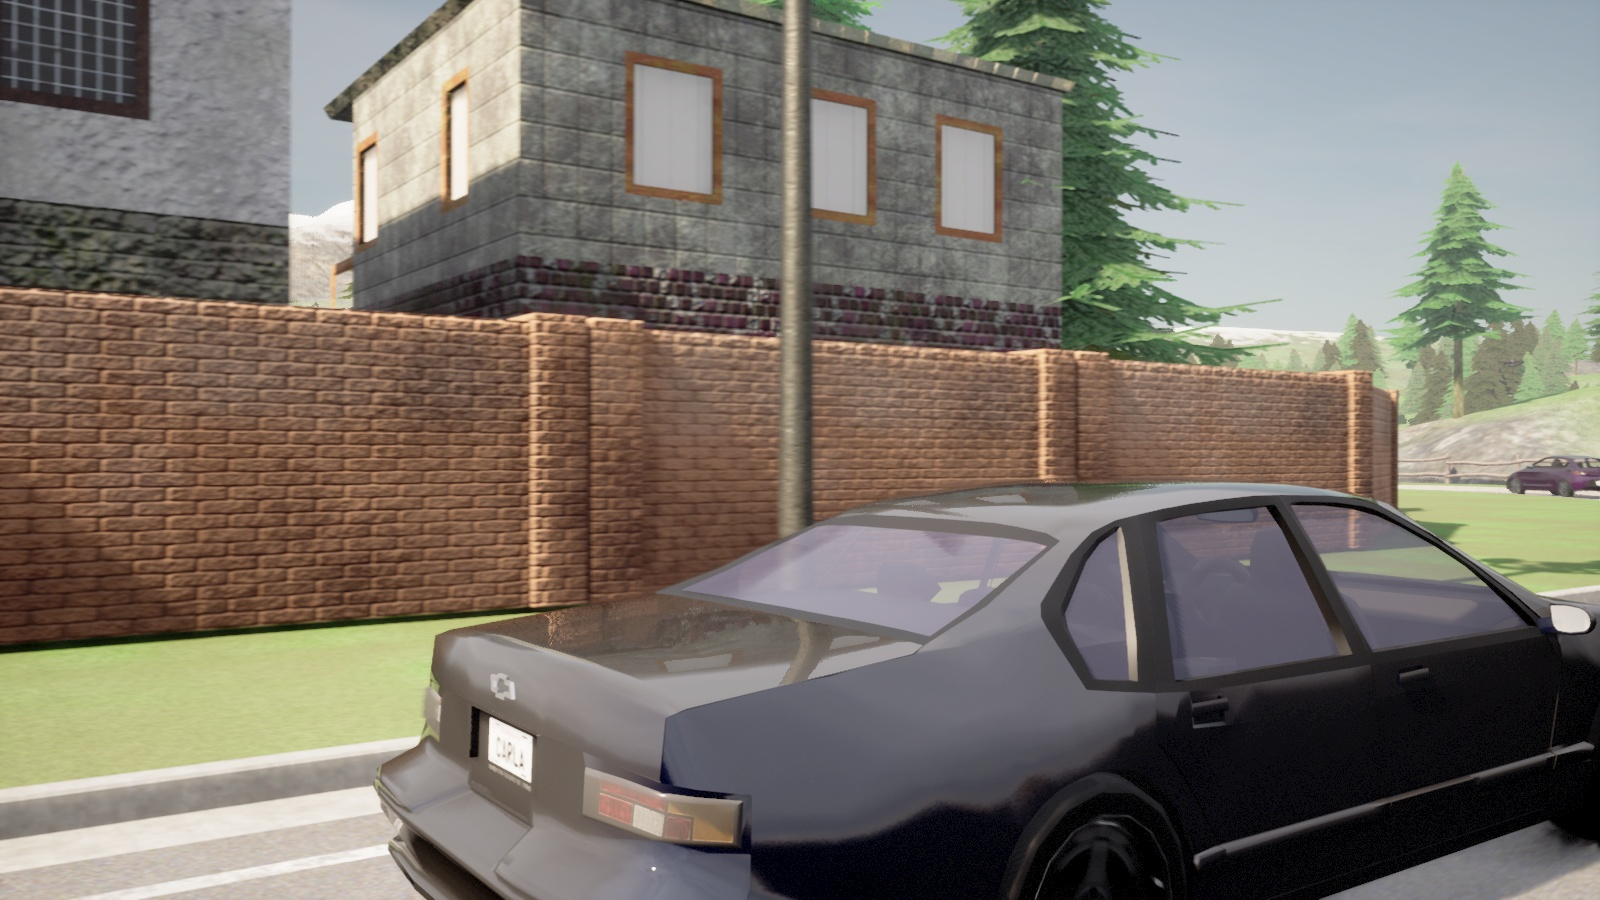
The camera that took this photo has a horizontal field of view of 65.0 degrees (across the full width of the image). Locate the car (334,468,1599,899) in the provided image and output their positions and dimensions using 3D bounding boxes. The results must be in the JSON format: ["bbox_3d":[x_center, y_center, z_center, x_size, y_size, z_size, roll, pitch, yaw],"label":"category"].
[{"bbox_3d":[1.335,0.800,4.589,5.357,1.411,2.033,0,0,-35],"label":"car"}]

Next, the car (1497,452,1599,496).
[{"bbox_3d":[26.750,0.809,44.319,1.816,1.474,4.193,0,0,-2],"label":"car"}]
